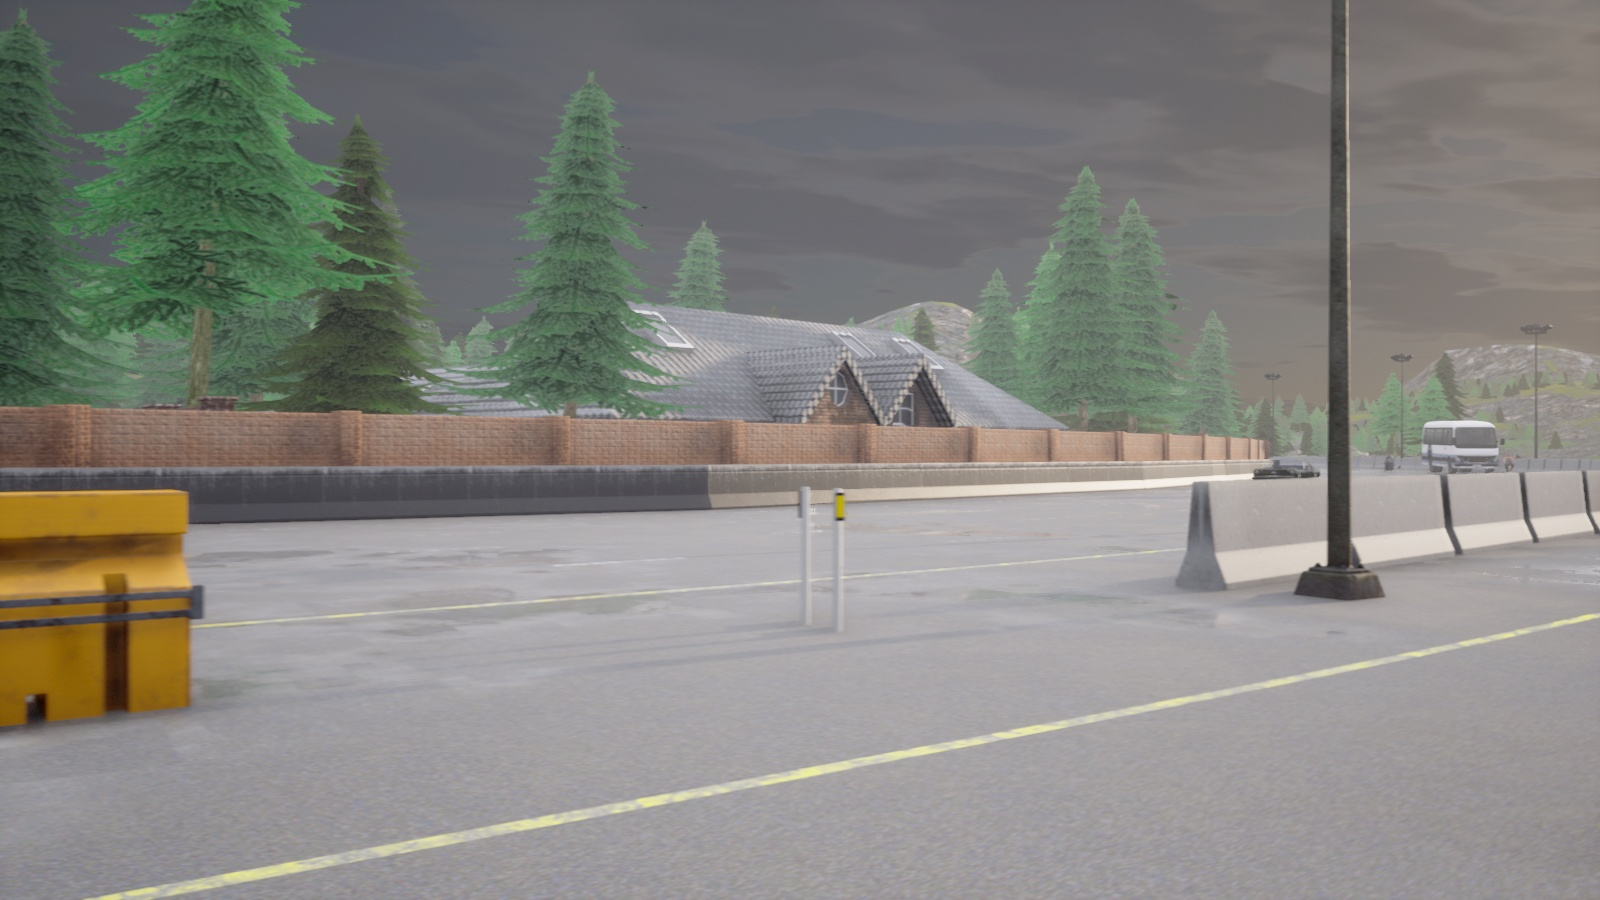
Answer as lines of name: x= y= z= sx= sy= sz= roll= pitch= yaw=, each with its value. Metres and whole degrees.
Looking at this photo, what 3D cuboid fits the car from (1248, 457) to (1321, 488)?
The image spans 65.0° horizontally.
car: x=21.326 y=0.947 z=55.160 sx=1.895 sy=1.301 sz=4.718 roll=0 pitch=0 yaw=35
